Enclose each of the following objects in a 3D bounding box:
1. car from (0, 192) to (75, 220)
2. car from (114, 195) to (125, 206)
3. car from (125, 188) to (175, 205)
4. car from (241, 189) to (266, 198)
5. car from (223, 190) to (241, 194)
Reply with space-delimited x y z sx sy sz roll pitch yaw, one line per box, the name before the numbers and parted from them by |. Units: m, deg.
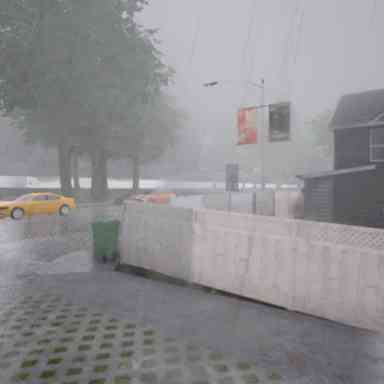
car | -9.793 0.804 20.856 1.882 1.535 5.008 0 1 34
car | -5.647 0.665 32.603 1.994 1.385 4.181 0 1 35
car | -3.454 0.479 30.063 2.097 1.767 4.553 0 1 35
car | 9.377 0.280 48.538 1.837 1.490 4.892 0 0 35
car | 6.445 0.369 50.016 1.895 1.301 4.718 0 1 35
